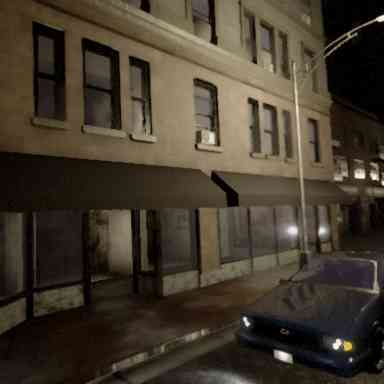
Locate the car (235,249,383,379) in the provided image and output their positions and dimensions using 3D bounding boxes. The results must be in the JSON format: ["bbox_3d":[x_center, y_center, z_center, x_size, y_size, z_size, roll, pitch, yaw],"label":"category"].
[{"bbox_3d":[3.118,1.847,6.321,5.357,1.411,2.033,1,-5,-44],"label":"car"}]
